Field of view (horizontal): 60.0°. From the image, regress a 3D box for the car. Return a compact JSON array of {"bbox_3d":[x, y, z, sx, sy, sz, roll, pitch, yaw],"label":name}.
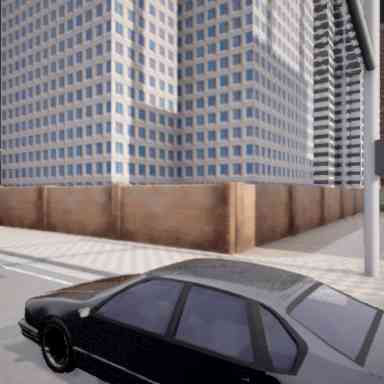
[{"bbox_3d":[0.170,1.549,3.871,5.357,1.411,2.033,0,0,35],"label":"car"}]
